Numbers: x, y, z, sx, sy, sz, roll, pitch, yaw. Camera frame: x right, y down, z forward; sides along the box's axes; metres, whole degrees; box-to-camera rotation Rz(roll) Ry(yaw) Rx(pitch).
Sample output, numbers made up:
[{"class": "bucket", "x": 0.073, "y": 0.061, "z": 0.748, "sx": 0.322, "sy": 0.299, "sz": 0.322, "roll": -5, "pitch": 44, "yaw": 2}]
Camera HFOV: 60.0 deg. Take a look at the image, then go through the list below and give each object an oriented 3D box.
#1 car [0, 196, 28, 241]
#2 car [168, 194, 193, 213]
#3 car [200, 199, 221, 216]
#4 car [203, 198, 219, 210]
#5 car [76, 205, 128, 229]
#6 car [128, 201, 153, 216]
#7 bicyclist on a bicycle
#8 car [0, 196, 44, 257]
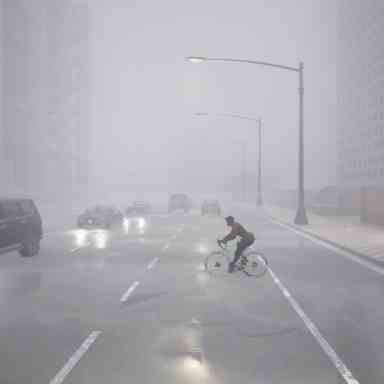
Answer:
[{"class": "car", "x": -9.846, "y": 1.223, "z": 14.770, "sx": 2.150, "sy": 2.045, "sz": 5.566, "roll": 0, "pitch": 0, "yaw": 3}, {"class": "car", "x": -1.388, "y": 1.220, "z": 37.694, "sx": 2.150, "sy": 2.045, "sz": 5.566, "roll": 0, "pitch": 0, "yaw": 3}, {"class": "car", "x": 1.864, "y": 1.492, "z": 32.668, "sx": 2.128, "sy": 1.511, "sz": 4.902, "roll": 0, "pitch": 0, "yaw": 3}, {"class": "car", "x": 2.541, "y": 1.564, "z": 44.721, "sx": 1.994, "sy": 1.385, "sz": 4.181, "roll": 0, "pitch": 0, "yaw": 3}, {"class": "car", "x": -5.909, "y": 1.563, "z": 21.703, "sx": 1.994, "sy": 1.385, "sz": 4.181, "roll": 0, "pitch": 0, "yaw": 4}, {"class": "car", "x": -5.259, "y": 1.601, "z": 33.301, "sx": 1.895, "sy": 1.301, "sz": 4.718, "roll": 0, "pitch": 0, "yaw": 4}, {"class": "bicyclist on a bicycle", "x": 1.155, "y": 1.451, "z": 8.715, "sx": 1.656, "sy": 1.620, "sz": 0.582, "roll": 0, "pitch": 0, "yaw": 3}, {"class": "car", "x": -6.625, "y": 1.219, "z": 10.011, "sx": 2.150, "sy": 2.045, "sz": 5.566, "roll": 0, "pitch": 0, "yaw": 3}]
